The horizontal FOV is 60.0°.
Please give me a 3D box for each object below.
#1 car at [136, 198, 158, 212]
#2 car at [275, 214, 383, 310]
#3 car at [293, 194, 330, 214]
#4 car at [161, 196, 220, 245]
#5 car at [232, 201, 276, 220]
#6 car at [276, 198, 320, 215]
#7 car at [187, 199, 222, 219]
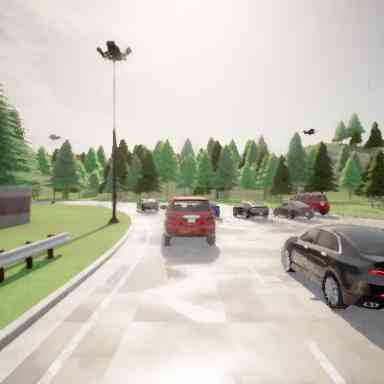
[{"bbox_3d":[-5.247,1.479,38.519,2.128,1.511,4.902,0,0,-20],"label":"car"},{"bbox_3d":[3.561,1.503,7.787,1.837,1.490,4.892,0,0,-1],"label":"car"},{"bbox_3d":[11.144,1.212,32.769,2.150,2.045,5.566,0,0,-14],"label":"car"},{"bbox_3d":[-0.249,1.216,15.738,2.150,2.045,5.566,0,0,-5],"label":"car"},{"bbox_3d":[4.882,1.483,28.349,2.128,1.511,4.902,0,0,-12],"label":"car"},{"bbox_3d":[8.494,1.518,28.158,1.812,1.442,4.674,0,0,-12],"label":"car"},{"bbox_3d":[1.014,1.469,29.697,1.882,1.535,5.008,1,0,-13],"label":"car"}]
